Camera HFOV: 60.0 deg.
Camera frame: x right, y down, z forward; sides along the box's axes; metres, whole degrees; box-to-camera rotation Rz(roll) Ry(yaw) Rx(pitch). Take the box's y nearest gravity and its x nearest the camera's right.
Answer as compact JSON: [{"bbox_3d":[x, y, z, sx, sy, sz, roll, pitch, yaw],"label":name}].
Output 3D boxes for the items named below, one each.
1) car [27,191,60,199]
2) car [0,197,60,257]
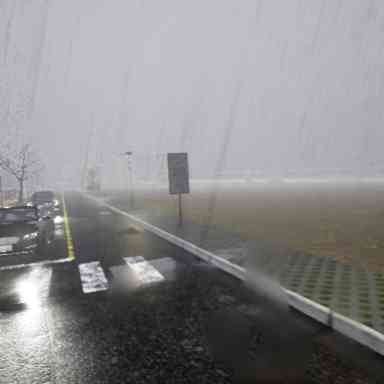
[{"bbox_3d":[-10.791,0.733,24.272,2.097,1.767,4.553,-4,3,-21],"label":"car"},{"bbox_3d":[-5.953,1.233,11.552,2.128,1.511,4.902,-4,3,-17],"label":"car"}]
